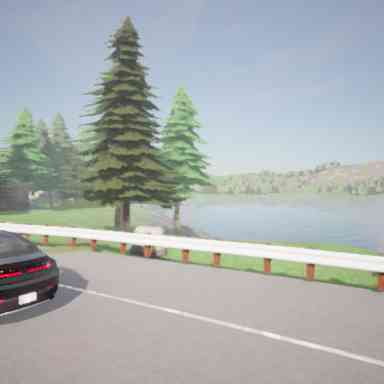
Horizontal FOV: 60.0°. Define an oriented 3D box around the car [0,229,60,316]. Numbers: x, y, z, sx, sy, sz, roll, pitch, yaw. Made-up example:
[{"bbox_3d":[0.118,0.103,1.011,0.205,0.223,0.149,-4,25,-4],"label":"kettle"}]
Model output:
[{"bbox_3d":[-4.767,1.477,6.634,4.892,1.490,1.837,0,0,30],"label":"car"}]
